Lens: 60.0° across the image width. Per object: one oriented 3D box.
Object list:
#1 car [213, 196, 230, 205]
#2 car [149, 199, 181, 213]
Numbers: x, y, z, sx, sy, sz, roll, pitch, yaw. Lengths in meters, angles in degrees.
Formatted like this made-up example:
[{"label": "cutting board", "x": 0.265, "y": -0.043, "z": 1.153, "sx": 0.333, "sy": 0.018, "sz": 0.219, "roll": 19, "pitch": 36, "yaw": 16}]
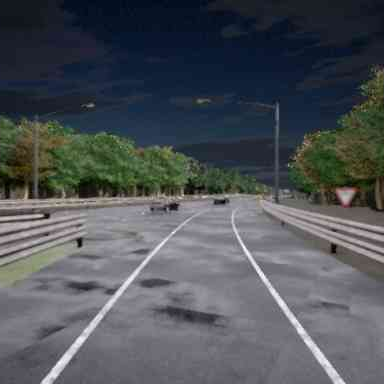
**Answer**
[{"label": "car", "x": 5.137, "y": 1.478, "z": 57.206, "sx": 1.882, "sy": 1.535, "sz": 5.008, "roll": 0, "pitch": 0, "yaw": 20}, {"label": "car", "x": -2.823, "y": 1.468, "z": 35.973, "sx": 2.128, "sy": 1.511, "sz": 4.902, "roll": 0, "pitch": 0, "yaw": 21}]
